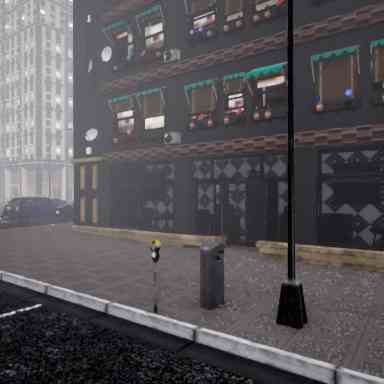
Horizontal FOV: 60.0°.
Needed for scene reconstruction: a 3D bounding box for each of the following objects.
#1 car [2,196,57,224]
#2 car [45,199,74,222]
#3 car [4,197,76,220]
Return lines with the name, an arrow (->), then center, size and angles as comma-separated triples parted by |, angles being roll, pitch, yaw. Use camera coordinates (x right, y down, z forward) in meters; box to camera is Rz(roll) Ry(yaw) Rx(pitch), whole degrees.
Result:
car -> -10.445, 1.102, 23.063 | 2.097, 1.767, 4.553 | 0, 1, 37
car -> -7.336, 1.279, 22.805 | 1.947, 1.339, 4.313 | 1, 1, 35
car -> -11.901, 1.239, 26.400 | 1.837, 1.490, 4.892 | 0, 1, 35
